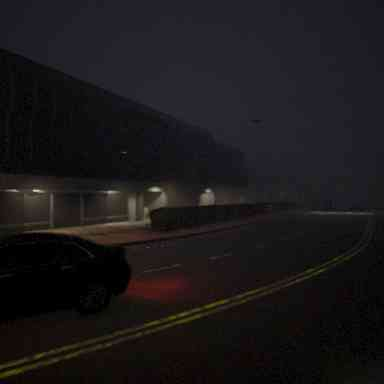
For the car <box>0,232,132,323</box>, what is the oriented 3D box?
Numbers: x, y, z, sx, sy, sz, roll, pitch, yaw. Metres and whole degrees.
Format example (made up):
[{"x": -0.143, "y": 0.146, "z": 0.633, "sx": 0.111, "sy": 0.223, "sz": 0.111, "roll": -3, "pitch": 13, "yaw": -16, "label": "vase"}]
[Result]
[{"x": -3.480, "y": 1.552, "z": 6.022, "sx": 4.892, "sy": 1.490, "sz": 1.837, "roll": 1, "pitch": 0, "yaw": -39, "label": "car"}]

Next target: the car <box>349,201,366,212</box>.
[{"x": 22.881, "y": 1.988, "z": 45.919, "sx": 1.812, "sy": 1.442, "sz": 4.674, "roll": 0, "pitch": -1, "yaw": 29, "label": "car"}]

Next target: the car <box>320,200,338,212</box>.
[{"x": 19.220, "y": 1.967, "z": 46.557, "sx": 1.837, "sy": 1.490, "sz": 4.892, "roll": 0, "pitch": -1, "yaw": 29, "label": "car"}]
